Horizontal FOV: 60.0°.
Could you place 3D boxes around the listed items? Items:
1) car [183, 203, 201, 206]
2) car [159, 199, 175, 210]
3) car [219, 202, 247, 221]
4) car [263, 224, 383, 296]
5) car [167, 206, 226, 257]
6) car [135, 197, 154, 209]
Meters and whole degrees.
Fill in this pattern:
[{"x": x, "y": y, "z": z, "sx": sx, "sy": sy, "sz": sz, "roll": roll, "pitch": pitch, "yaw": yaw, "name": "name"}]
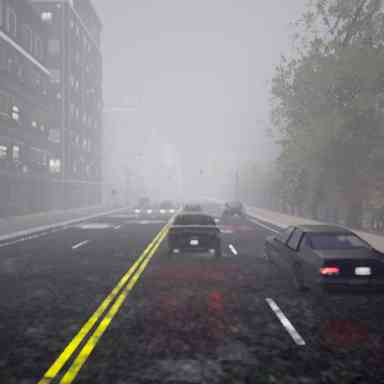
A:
[{"x": 0.078, "y": 1.633, "z": 28.205, "sx": 1.994, "sy": 1.385, "sz": 4.181, "roll": 0, "pitch": 0, "yaw": 0, "name": "car"}, {"x": -3.318, "y": 1.682, "z": 45.280, "sx": 1.994, "sy": 1.385, "sz": 4.181, "roll": 0, "pitch": 0, "yaw": 0, "name": "car"}, {"x": 3.325, "y": 1.560, "z": 27.609, "sx": 2.128, "sy": 1.511, "sz": 4.902, "roll": 0, "pitch": 0, "yaw": 0, "name": "car"}, {"x": 3.296, "y": 1.569, "z": 8.890, "sx": 2.033, "sy": 1.411, "sz": 5.357, "roll": 0, "pitch": 0, "yaw": 0, "name": "car"}, {"x": 0.077, "y": 1.510, "z": 13.145, "sx": 1.882, "sy": 1.535, "sz": 5.008, "roll": 0, "pitch": -1, "yaw": 0, "name": "car"}, {"x": -6.562, "y": 1.471, "z": 46.245, "sx": 2.097, "sy": 1.767, "sz": 4.553, "roll": 0, "pitch": 0, "yaw": 0, "name": "car"}]
